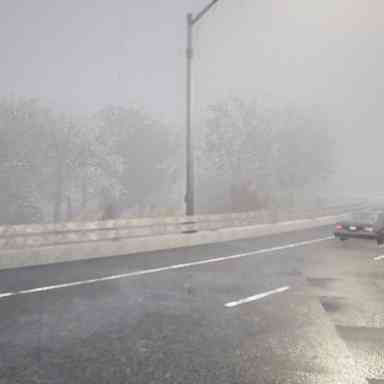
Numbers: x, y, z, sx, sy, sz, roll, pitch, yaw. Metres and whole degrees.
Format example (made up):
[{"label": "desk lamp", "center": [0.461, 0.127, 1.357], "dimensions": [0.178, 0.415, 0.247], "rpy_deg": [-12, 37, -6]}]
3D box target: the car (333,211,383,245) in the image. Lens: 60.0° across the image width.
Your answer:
[{"label": "car", "center": [8.683, 1.608, 16.056], "dimensions": [5.357, 1.411, 2.033], "rpy_deg": [0, 0, -45]}]
